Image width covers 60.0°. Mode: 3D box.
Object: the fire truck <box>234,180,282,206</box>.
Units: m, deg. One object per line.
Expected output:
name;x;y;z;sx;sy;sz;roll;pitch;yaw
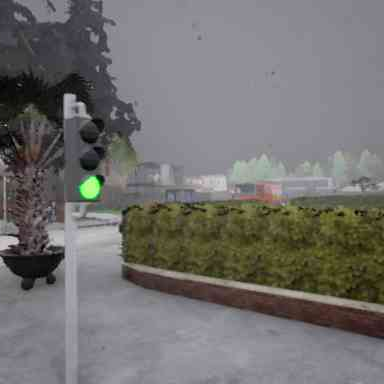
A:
fire truck;8.535;0.524;41.955;2.891;3.827;8.468;-1;0;35
